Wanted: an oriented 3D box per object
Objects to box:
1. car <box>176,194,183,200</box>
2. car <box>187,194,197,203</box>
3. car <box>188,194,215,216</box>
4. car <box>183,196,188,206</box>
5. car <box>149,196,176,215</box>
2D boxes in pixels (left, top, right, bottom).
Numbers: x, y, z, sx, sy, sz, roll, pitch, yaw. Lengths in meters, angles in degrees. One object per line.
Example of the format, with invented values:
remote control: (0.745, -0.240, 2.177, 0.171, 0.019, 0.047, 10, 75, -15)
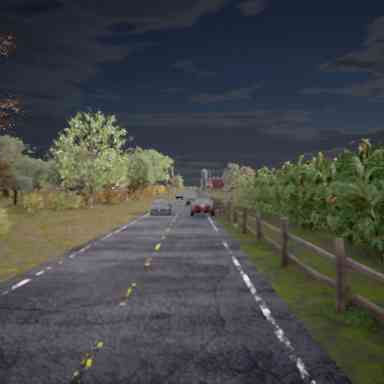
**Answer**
car: (-2.714, 1.070, 73.353, 2.033, 1.411, 5.357, 0, 0, 0)
car: (0.033, 1.152, 61.455, 1.837, 1.490, 4.892, 0, 0, 0)
car: (0.916, 1.195, 30.372, 2.097, 1.767, 4.553, 0, 0, 1)
car: (0.029, 1.235, 48.979, 1.837, 1.490, 4.892, 0, 1, 0)
car: (-2.829, 1.346, 31.222, 1.837, 1.490, 4.892, 0, 0, 0)
